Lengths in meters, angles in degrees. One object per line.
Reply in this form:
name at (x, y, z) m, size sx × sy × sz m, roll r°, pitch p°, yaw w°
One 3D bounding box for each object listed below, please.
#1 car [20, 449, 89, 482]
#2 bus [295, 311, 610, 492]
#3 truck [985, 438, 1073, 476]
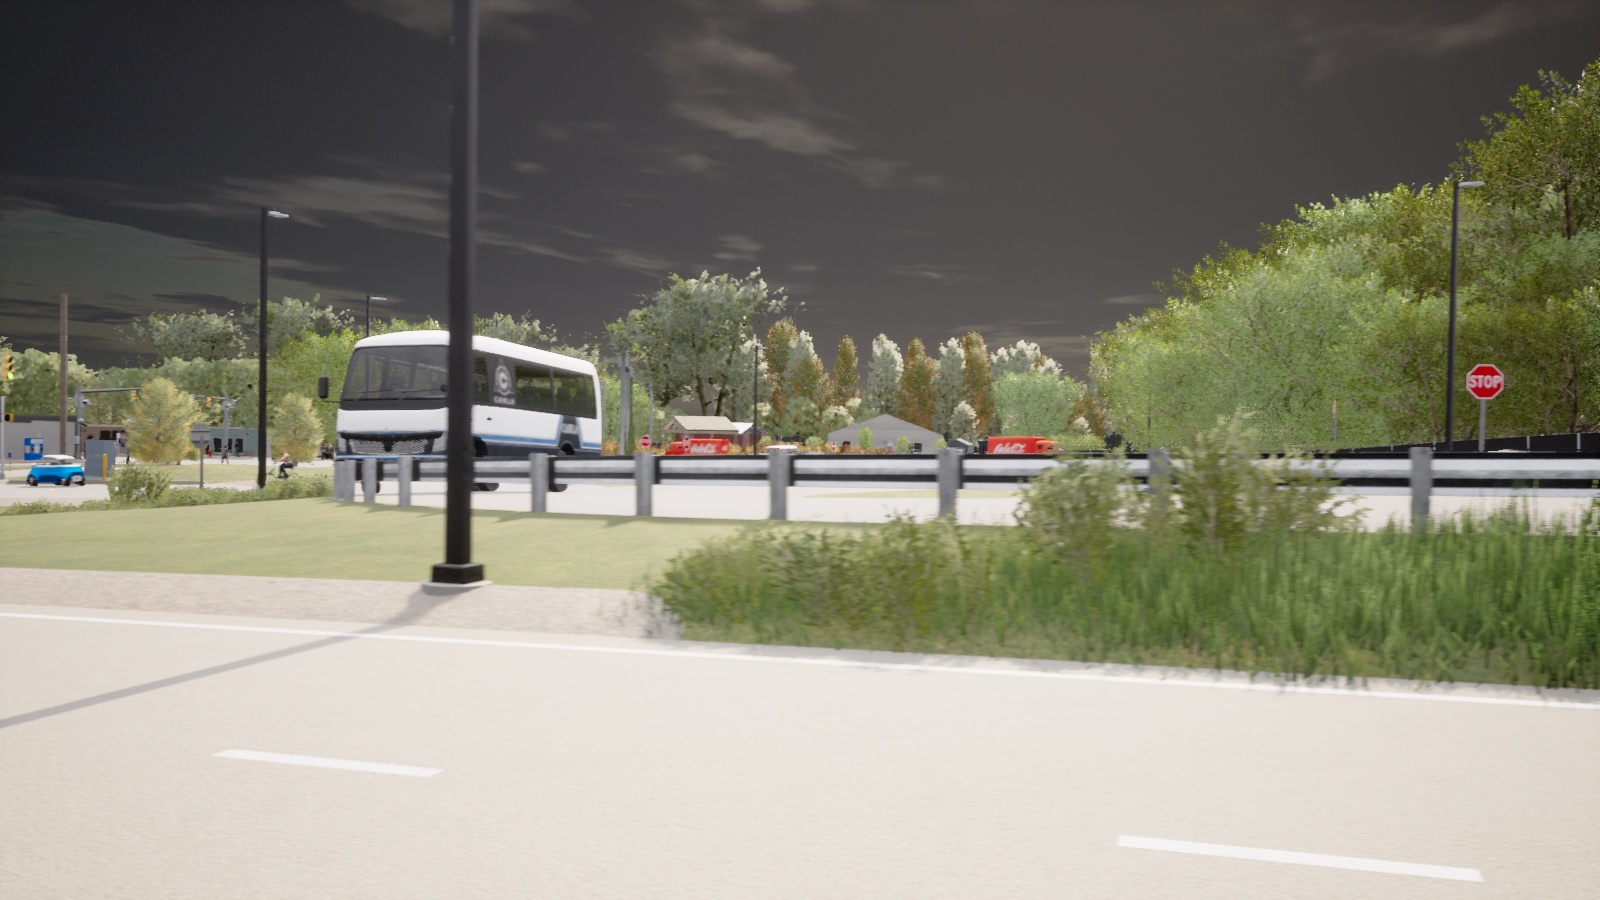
car at (-32.370, 0.645, 54.541) m, size 2.207 × 1.376 × 1.481 m, roll 0°, pitch 1°, yaw 18°
bus at (-9.092, -0.994, 34.943) m, size 3.944 × 4.253 × 10.273 m, roll 0°, pitch -2°, yaw 13°
truck at (15.460, 0.456, 84.910) m, size 5.204 × 2.467 × 2.627 m, roll 1°, pitch 0°, yaw 35°
